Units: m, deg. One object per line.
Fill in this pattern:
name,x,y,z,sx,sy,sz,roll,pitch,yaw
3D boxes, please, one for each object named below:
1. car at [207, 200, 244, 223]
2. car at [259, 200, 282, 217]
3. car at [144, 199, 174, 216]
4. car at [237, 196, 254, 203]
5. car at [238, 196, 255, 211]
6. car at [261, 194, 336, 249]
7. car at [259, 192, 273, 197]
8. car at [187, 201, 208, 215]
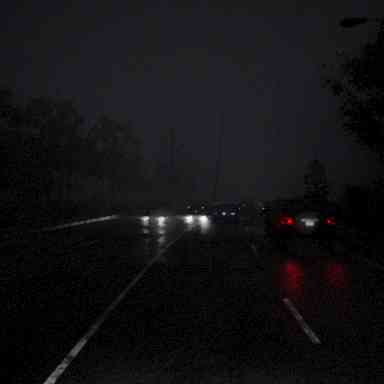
car,2.683,1.571,25.732,2.033,1.411,5.357,0,0,10
car,7.918,1.594,33.398,2.033,1.411,5.357,0,0,14
car,-3.157,1.511,32.861,1.837,1.490,4.892,0,0,13
car,11.720,1.514,72.149,2.033,1.411,5.357,0,0,28
car,6.902,1.611,42.441,1.994,1.385,4.181,0,0,17
car,4.578,1.245,14.777,2.150,2.045,5.566,0,0,6
car,16.566,1.057,73.663,2.150,2.045,5.566,0,0,30
car,0.908,1.622,34.922,1.895,1.301,4.718,0,0,14
